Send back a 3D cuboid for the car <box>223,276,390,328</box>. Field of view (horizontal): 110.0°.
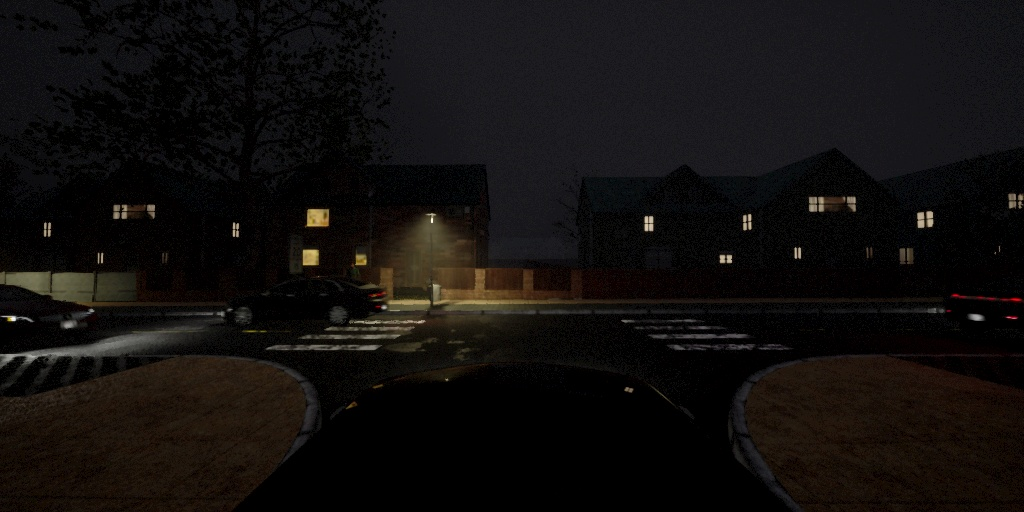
[{"bbox_3d":[-6.475,1.402,11.499,4.892,1.490,1.837,-1,-1,2],"label":"car"}]

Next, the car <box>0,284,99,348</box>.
[{"bbox_3d":[-13.056,1.415,8.751,4.674,1.442,1.812,-1,-1,2],"label":"car"}]

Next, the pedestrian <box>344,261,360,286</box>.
[{"bbox_3d":[-6.451,1.113,14.418,0.375,1.860,0.375,0,-1,2],"label":"pedestrian"}]

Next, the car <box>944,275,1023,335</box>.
[{"bbox_3d":[12.797,1.139,7.951,4.902,1.511,2.128,0,-1,2],"label":"car"}]
